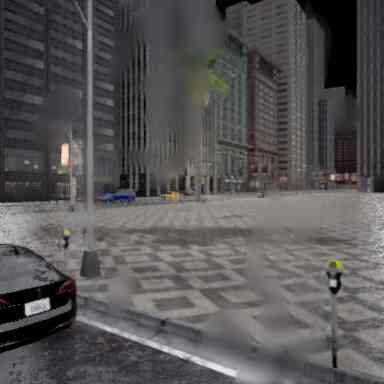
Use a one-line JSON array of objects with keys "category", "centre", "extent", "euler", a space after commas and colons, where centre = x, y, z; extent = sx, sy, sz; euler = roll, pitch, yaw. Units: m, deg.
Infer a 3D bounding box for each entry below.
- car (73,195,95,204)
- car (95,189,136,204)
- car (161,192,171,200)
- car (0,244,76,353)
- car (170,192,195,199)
[{"category": "car", "centre": [-14.708, 1.070, 47.890], "extent": [1.895, 1.301, 4.718], "euler": [0, 1, 36]}, {"category": "car", "centre": [-10.647, 0.648, 47.963], "extent": [2.150, 2.045, 5.566], "euler": [0, 0, 36]}, {"category": "car", "centre": [-3.813, 0.698, 62.925], "extent": [1.882, 1.535, 5.008], "euler": [0, 1, 36]}, {"category": "car", "centre": [-3.745, 1.559, 5.638], "extent": [4.313, 1.339, 1.947], "euler": [0, 0, 36]}, {"category": "car", "centre": [-1.174, 0.350, 61.029], "extent": [2.128, 1.511, 4.902], "euler": [0, 1, 36]}]
